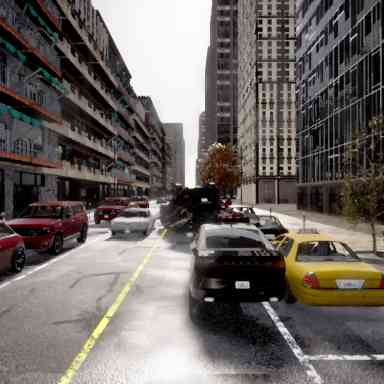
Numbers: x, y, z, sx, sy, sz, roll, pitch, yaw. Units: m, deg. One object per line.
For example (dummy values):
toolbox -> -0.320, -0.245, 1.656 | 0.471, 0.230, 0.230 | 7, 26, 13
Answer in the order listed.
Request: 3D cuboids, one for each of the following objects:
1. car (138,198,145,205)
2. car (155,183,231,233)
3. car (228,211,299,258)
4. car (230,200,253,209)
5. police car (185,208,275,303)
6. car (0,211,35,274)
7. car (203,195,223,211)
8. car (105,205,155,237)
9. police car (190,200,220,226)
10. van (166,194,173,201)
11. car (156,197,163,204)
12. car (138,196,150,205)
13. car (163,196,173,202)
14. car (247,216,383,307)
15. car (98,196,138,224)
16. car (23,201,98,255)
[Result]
car -> -5.754, 1.549, 30.256 | 1.752, 1.417, 4.829 | 0, 0, 0
car -> -0.192, 1.208, 18.369 | 2.150, 2.045, 5.566 | -2, -19, -19
car -> 2.664, 1.573, 13.455 | 1.947, 1.339, 4.313 | 0, 0, 0
car -> 2.652, 1.451, 19.118 | 1.967, 1.590, 4.097 | 0, 0, 0
police car -> 0.881, 1.429, 8.426 | 1.930, 1.638, 5.238 | 0, 0, 0
car -> -5.702, 1.443, 7.772 | 1.967, 1.590, 4.097 | 0, 0, 0
car -> 2.601, 1.360, 41.771 | 2.192, 1.841, 5.009 | 0, 0, 0
car -> -3.141, 1.611, 18.386 | 1.895, 1.301, 4.718 | 0, 0, 0
police car -> 0.845, 1.441, 24.426 | 1.930, 1.638, 5.238 | 0, 0, 0
van -> -5.882, 1.539, 87.060 | 1.690, 1.788, 3.998 | 0, 0, 0
car -> -5.832, 1.678, 64.405 | 1.947, 1.339, 4.313 | 0, 0, 0
car -> -5.766, 1.348, 36.090 | 2.192, 1.841, 5.009 | 0, 0, 0
car -> -5.870, 1.739, 81.394 | 1.947, 1.339, 4.313 | 0, 0, 0
car -> 2.677, 1.528, 7.961 | 1.752, 1.417, 4.829 | 0, 0, 0
car -> -5.740, 1.331, 24.762 | 2.192, 1.841, 5.009 | 0, 0, 0
car -> -5.714, 1.322, 13.436 | 2.192, 1.841, 5.009 | 0, 0, 0
